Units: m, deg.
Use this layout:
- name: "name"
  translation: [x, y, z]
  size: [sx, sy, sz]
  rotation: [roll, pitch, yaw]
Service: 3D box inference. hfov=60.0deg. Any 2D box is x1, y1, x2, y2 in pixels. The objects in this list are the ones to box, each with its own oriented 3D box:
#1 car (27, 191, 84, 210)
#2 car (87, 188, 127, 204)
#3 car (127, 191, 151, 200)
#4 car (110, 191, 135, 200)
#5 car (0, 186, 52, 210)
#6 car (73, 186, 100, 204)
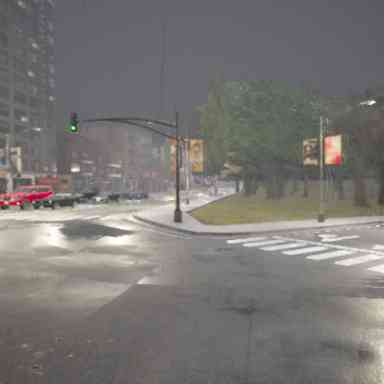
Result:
- name: "car"
  translation: [-11.576, 0.834, 28.656]
  size: [1.895, 1.301, 4.718]
  rotation: [-1, 1, 10]
- name: "car"
  translation: [-9.821, 0.586, 38.772]
  size: [2.128, 1.511, 4.902]
  rotation: [-1, 1, 10]
- name: "car"
  translation: [-7.806, 0.498, 50.319]
  size: [2.033, 1.411, 5.357]
  rotation: [-1, 1, 10]
- name: "car"
  translation: [-10.780, 0.515, 52.193]
  size: [2.033, 1.411, 5.357]
  rotation: [-1, 1, 10]
- name: "car"
  translation: [-14.656, 0.478, 29.865]
  size: [2.150, 2.045, 5.566]
  rotation: [-1, 1, 10]
- name: "car"
  translation: [-12.859, 0.338, 40.219]
  size: [2.150, 2.045, 5.566]
  rotation: [-1, 1, 11]
